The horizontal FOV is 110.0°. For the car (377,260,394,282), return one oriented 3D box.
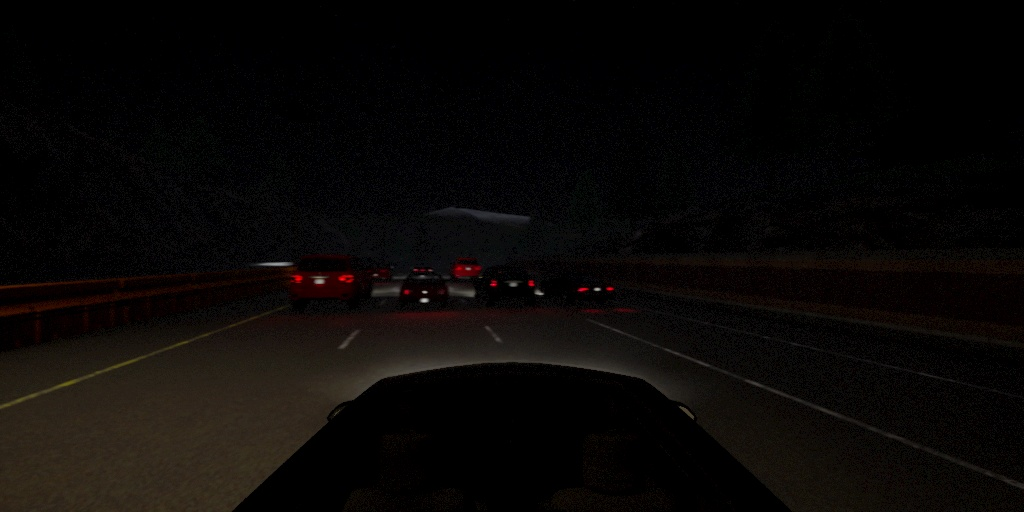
[{"bbox_3d":[-11.019,1.294,29.861,1.882,1.535,5.008,1,0,-14],"label":"car"}]

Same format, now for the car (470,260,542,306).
[{"bbox_3d":[-0.465,1.206,16.641,2.097,1.767,4.553,1,-1,-14],"label":"car"}]

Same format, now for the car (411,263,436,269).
[{"bbox_3d":[-7.582,1.359,30.534,2.128,1.511,4.902,1,0,-14],"label":"car"}]

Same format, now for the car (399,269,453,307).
[{"bbox_3d":[-3.868,1.405,15.806,1.895,1.301,4.718,1,0,-14],"label":"car"}]

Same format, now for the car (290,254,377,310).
[{"bbox_3d":[-7.235,0.970,14.869,2.150,2.045,5.566,1,0,-14],"label":"car"}]

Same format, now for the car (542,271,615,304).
[{"bbox_3d":[2.947,1.453,17.407,2.033,1.411,5.357,1,0,-14],"label":"car"}]

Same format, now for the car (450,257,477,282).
[{"bbox_3d":[-4.121,1.133,31.125,2.150,2.045,5.566,1,0,-14],"label":"car"}]
